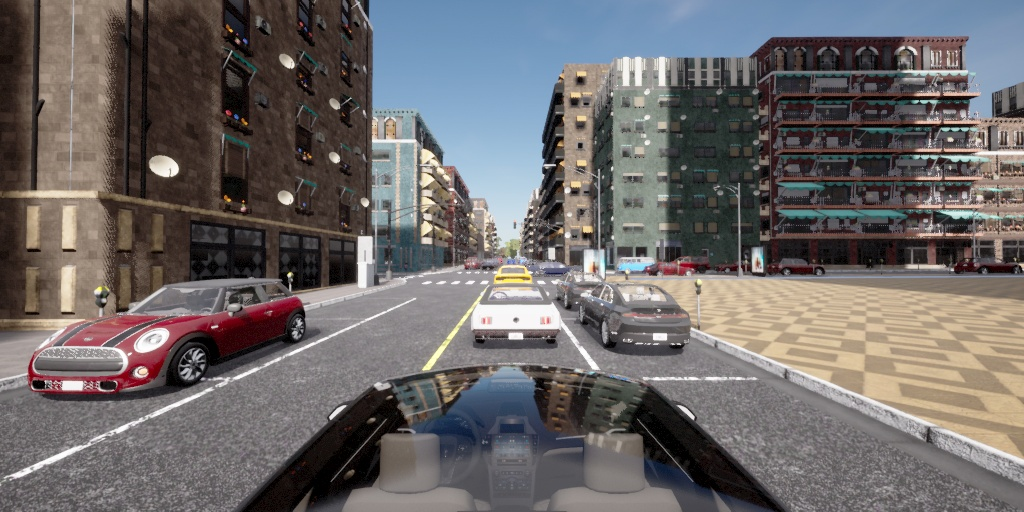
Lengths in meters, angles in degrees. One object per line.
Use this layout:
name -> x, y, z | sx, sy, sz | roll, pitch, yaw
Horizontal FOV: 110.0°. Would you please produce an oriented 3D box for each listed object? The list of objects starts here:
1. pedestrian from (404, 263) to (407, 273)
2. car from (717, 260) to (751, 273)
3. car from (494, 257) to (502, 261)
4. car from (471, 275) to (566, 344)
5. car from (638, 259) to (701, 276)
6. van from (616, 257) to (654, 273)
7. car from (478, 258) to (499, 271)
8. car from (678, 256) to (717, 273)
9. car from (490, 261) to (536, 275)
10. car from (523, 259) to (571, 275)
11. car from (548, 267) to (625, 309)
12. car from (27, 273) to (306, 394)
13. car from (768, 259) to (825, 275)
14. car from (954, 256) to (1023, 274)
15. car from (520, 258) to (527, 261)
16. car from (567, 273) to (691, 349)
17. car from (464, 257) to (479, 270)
pedestrian -> -12.625, 1.098, 42.689 | 0.375, 1.860, 0.375 | 0, 0, 0
car -> 24.737, 1.166, 39.547 | 4.507, 1.381, 1.888 | 0, 0, 0
car -> -3.221, 1.320, 60.143 | 2.033, 1.411, 5.357 | 0, 0, 0
car -> 0.080, 1.353, 9.580 | 1.895, 1.301, 4.718 | 0, 0, 0
car -> 13.639, 1.163, 31.220 | 4.207, 1.307, 1.802 | 0, 0, 0
van -> 13.681, 1.046, 39.600 | 3.998, 1.789, 1.690 | 0, 0, 0
car -> -3.231, 1.369, 50.450 | 1.895, 1.301, 4.718 | 0, 0, 1
car -> 19.209, 0.978, 39.573 | 5.009, 1.841, 2.192 | 0, 0, 0
car -> 0.052, 1.233, 19.033 | 1.882, 1.535, 5.008 | 0, 0, 0
car -> 3.916, 1.242, 33.868 | 5.357, 1.411, 2.033 | 0, -1, 0
car -> 2.790, 1.304, 14.567 | 2.007, 1.370, 4.403 | 0, 0, 0
car -> -5.831, 1.191, 6.741 | 1.967, 1.591, 4.097 | 0, 0, 0
car -> 24.694, 0.936, 31.167 | 4.097, 1.591, 1.967 | 0, 0, 0
car -> 41.275, 0.812, 31.087 | 4.097, 1.591, 1.967 | 0, 0, 0
car -> 2.571, 1.335, 52.760 | 1.948, 1.339, 4.313 | 0, 0, 0
car -> 2.804, 1.303, 8.997 | 2.007, 1.370, 4.403 | 0, 0, 0
car -> -5.810, 1.084, 52.780 | 2.192, 1.841, 5.009 | 0, 0, 0
